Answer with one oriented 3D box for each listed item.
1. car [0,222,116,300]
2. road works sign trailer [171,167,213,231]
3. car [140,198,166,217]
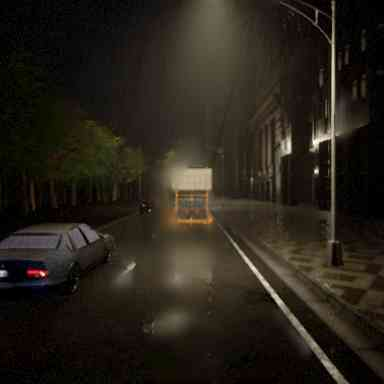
[{"bbox_3d":[-3.403,1.484,8.430,2.033,1.411,5.357,0,0,0],"label":"car"},{"bbox_3d":[-0.005,0.327,19.379,2.380,3.560,2.880,0,0,0],"label":"road works sign trailer"},{"bbox_3d":[-3.407,1.309,29.443,2.128,1.511,4.902,0,0,0],"label":"car"}]
